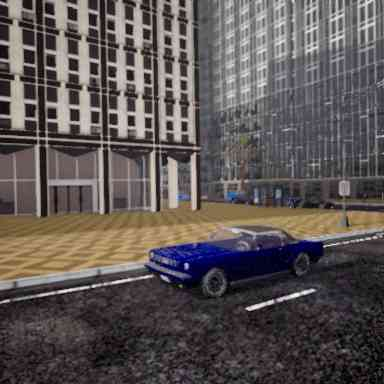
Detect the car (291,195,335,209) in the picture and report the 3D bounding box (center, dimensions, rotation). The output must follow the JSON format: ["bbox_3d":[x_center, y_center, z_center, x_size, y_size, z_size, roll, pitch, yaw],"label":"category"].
[{"bbox_3d":[13.644,1.204,37.043,1.947,1.339,4.313,-1,1,-34],"label":"car"}]

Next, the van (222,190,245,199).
[{"bbox_3d":[7.946,0.579,60.634,1.690,1.788,3.998,-1,1,-34],"label":"van"}]

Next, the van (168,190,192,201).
[{"bbox_3d":[-2.179,0.720,60.646,1.690,1.788,3.998,-1,1,-34],"label":"van"}]

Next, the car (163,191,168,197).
[{"bbox_3d":[-4.798,0.341,79.461,2.192,1.841,5.009,-1,1,-34],"label":"car"}]

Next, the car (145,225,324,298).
[{"bbox_3d":[1.226,1.560,8.518,4.718,1.301,1.895,0,0,-35],"label":"car"}]

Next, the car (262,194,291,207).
[{"bbox_3d":[10.472,1.169,41.762,1.802,1.307,4.206,-1,1,-34],"label":"car"}]

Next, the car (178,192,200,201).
[{"bbox_3d":[-0.576,0.833,63.037,1.812,1.442,4.674,-2,1,-34],"label":"car"}]

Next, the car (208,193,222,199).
[{"bbox_3d":[4.762,0.768,65.344,1.802,1.307,4.206,-1,1,-34],"label":"car"}]

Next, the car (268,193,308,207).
[{"bbox_3d":[12.480,0.999,43.603,1.882,1.535,5.008,-2,1,-34],"label":"car"}]

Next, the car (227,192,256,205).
[{"bbox_3d":[7.335,1.101,46.501,1.947,1.339,4.313,-1,1,-34],"label":"car"}]

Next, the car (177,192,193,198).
[{"bbox_3d":[-1.610,0.662,74.759,1.802,1.307,4.206,-1,1,-34],"label":"car"}]

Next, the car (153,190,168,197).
[{"bbox_3d":[-7.983,0.413,84.169,1.967,1.590,4.097,-1,1,-34],"label":"car"}]
